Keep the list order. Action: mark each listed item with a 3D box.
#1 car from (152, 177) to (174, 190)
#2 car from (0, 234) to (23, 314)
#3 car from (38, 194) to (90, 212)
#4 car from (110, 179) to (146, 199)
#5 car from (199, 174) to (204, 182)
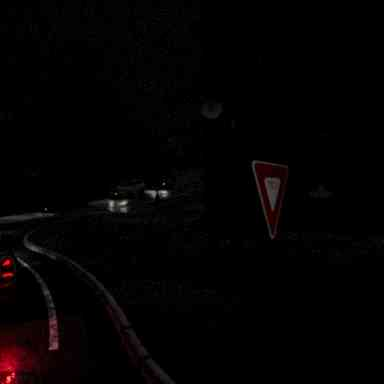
[{"bbox_3d":[-4.324,-1.331,50.210,2.097,1.767,4.553,0,5,15],"label":"car"},{"bbox_3d":[-5.008,1.386,7.087,2.097,1.767,4.553,0,0,-34],"label":"car"},{"bbox_3d":[-11.534,0.963,30.211,1.895,1.301,4.718,0,5,23],"label":"car"},{"bbox_3d":[-7.613,-0.429,39.911,2.150,2.045,5.566,0,6,20],"label":"car"},{"bbox_3d":[2.507,-2.968,68.448,1.882,1.535,5.008,0,5,5],"label":"car"}]
